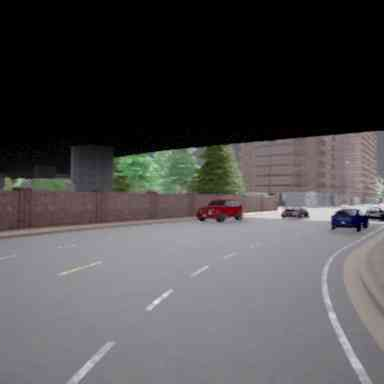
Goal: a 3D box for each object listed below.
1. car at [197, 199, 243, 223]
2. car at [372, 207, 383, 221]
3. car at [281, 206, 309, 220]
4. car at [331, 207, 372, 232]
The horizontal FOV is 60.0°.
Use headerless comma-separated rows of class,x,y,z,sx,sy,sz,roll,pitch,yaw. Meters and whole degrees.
car,2.674,1.678,30.326,2.150,2.045,5.566,0,-1,36
car,19.624,2.316,35.495,1.994,1.385,4.181,0,-1,36
car,11.174,2.212,36.056,1.994,1.385,4.181,0,-1,36
car,11.614,1.970,24.394,1.882,1.535,5.008,0,-1,36
